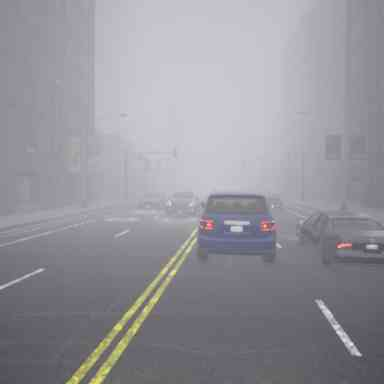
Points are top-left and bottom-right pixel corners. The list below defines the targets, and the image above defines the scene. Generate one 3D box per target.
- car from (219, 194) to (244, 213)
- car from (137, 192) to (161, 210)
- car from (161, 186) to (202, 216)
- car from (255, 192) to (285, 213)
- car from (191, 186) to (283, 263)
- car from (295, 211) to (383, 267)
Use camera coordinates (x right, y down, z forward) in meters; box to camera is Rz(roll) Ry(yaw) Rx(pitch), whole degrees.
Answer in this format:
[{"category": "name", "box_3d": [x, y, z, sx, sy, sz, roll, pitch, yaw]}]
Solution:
[{"category": "car", "box_3d": [3.261, 0.873, 28.092, 1.895, 1.301, 4.718, 1, 1, 6]}, {"category": "car", "box_3d": [-3.290, 0.743, 29.408, 2.033, 1.411, 5.357, 1, 1, 6]}, {"category": "car", "box_3d": [-0.569, 0.705, 24.023, 2.097, 1.767, 4.553, 1, 2, 6]}, {"category": "car", "box_3d": [6.552, 0.790, 28.441, 1.837, 1.490, 4.892, 1, 2, 6]}, {"category": "car", "box_3d": [1.434, 0.934, 10.999, 2.150, 2.045, 5.566, 1, 2, 7]}, {"category": "car", "box_3d": [4.622, 1.293, 10.436, 2.033, 1.411, 5.357, 1, 2, 7]}]
